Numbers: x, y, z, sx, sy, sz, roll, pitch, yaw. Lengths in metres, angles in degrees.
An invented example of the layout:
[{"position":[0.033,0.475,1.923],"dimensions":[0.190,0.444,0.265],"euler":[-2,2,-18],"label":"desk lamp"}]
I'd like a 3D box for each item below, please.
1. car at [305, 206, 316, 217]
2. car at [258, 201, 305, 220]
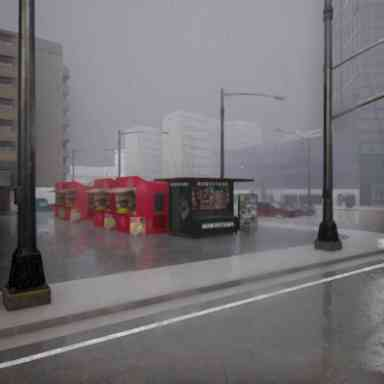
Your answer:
[{"position":[9.669,1.701,31.978],"dimensions":[1.994,1.385,4.181],"euler":[0,-1,-36],"label":"car"},{"position":[7.117,1.609,29.514],"dimensions":[1.882,1.535,5.008],"euler":[0,-1,-36],"label":"car"}]
